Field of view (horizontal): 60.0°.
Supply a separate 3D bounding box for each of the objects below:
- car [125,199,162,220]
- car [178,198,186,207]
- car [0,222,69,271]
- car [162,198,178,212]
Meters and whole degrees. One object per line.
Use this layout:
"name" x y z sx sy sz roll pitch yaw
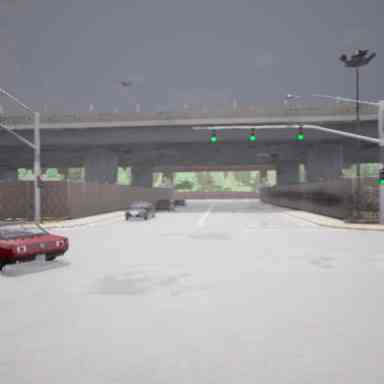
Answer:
"car" -4.369 1.565 28.742 2.128 1.511 4.902 0 0 5
"car" -2.064 1.650 54.296 1.994 1.385 4.181 0 0 6
"car" -6.278 1.644 11.027 4.718 1.301 1.895 0 0 35
"car" -3.344 1.557 40.241 1.882 1.535 5.008 0 0 5
